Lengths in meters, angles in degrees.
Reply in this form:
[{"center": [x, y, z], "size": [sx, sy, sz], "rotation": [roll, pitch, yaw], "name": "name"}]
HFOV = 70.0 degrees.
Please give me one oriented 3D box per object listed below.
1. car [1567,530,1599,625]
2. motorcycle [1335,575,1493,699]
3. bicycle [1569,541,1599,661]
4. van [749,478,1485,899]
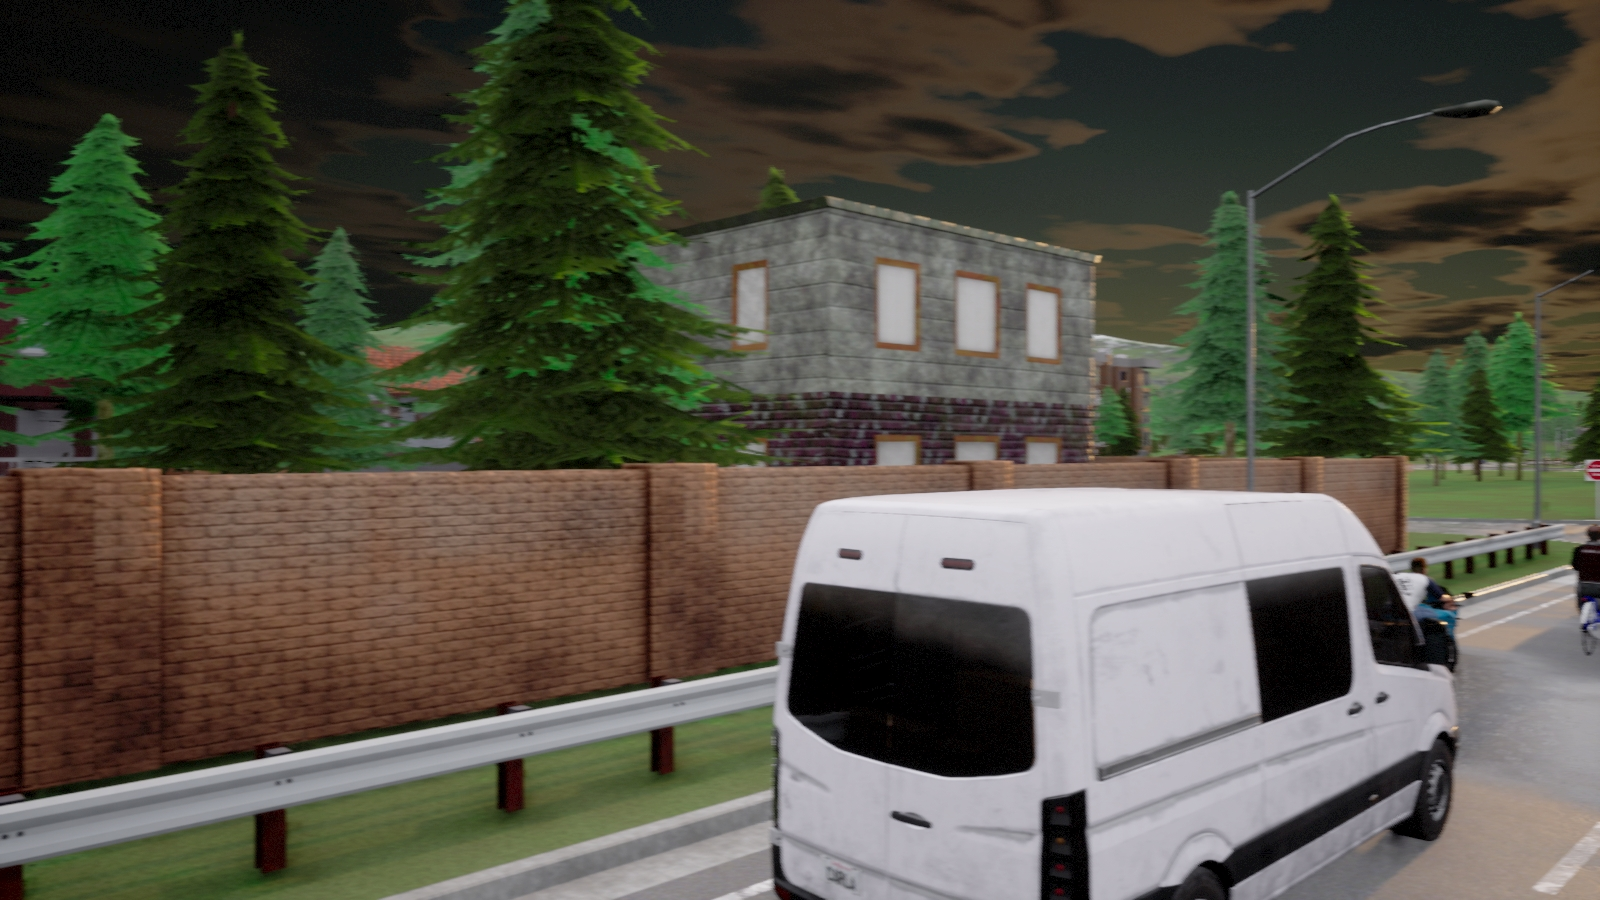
[{"center": [14.774, 2.125, 19.474], "size": [4.181, 1.385, 1.994], "rotation": [0, 0, -44], "name": "car"}, {"center": [7.365, 2.188, 13.669], "size": [2.033, 1.199, 0.803], "rotation": [0, 0, -34], "name": "motorcycle"}, {"center": [11.159, 2.064, 15.957], "size": [1.835, 1.471, 0.329], "rotation": [0, 0, -44], "name": "bicycle"}, {"center": [2.537, 1.534, 7.574], "size": [5.915, 2.561, 1.988], "rotation": [0, 0, -44], "name": "van"}]
